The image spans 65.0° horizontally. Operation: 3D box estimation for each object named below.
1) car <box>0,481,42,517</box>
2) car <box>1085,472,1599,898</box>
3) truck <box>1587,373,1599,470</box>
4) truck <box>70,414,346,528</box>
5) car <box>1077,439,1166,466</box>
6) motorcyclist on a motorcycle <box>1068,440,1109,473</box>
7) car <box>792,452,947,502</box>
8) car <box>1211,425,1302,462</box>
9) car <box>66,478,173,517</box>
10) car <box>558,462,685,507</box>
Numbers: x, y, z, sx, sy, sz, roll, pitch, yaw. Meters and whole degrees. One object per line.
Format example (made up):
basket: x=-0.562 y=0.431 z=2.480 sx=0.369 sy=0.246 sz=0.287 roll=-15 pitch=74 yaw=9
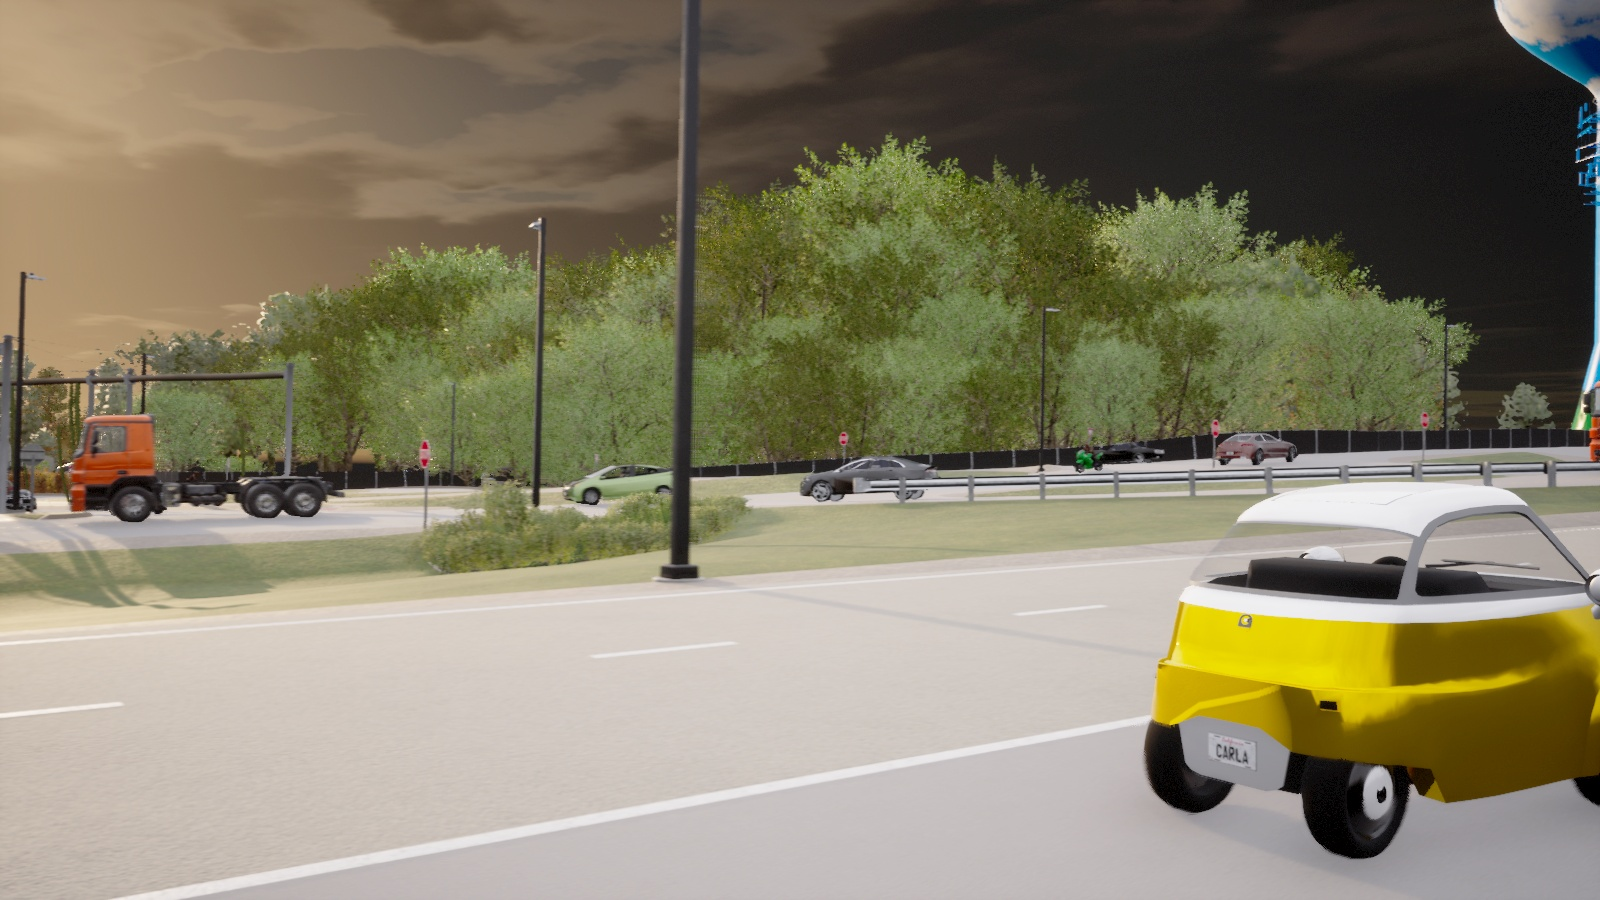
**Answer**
car: x=-34.196 y=2.078 z=53.161 sx=3.806 sy=1.475 sz=1.970 roll=-2 pitch=-2 yaw=29
car: x=2.563 y=0.808 z=5.442 sx=2.207 sy=1.376 sz=1.481 roll=0 pitch=0 yaw=-35
truck: x=31.957 y=-1.132 z=46.926 sx=2.891 sy=3.462 sz=7.936 roll=-1 pitch=1 yaw=43
truck: x=-19.303 y=0.606 z=41.161 sx=7.936 sy=3.462 sz=2.891 roll=-1 pitch=0 yaw=-29
car: x=19.195 y=0.170 z=75.051 sx=4.718 sy=1.301 sz=1.895 roll=-4 pitch=-3 yaw=34
motorcyclist on a motorcycle: x=14.373 y=0.322 z=62.522 sx=2.044 sy=1.523 sz=0.797 roll=-4 pitch=1 yaw=-37
car: x=2.412 y=0.957 z=43.235 sx=4.902 sy=1.511 sz=2.128 roll=-2 pitch=-2 yaw=18
car: x=23.711 y=-0.345 z=65.187 sx=5.027 sy=1.651 sz=2.152 roll=-3 pitch=2 yaw=-40
car: x=-26.367 y=1.846 z=48.674 sx=3.806 sy=1.475 sz=1.970 roll=-2 pitch=-2 yaw=31
car: x=-6.968 y=1.320 z=48.933 sx=4.514 sy=1.525 sz=2.007 roll=-2 pitch=0 yaw=-22
